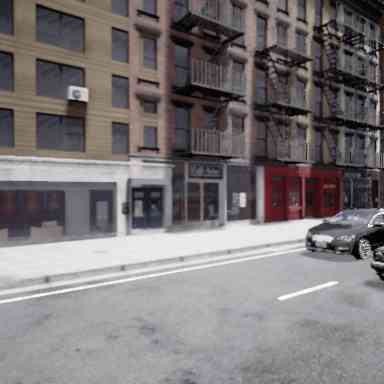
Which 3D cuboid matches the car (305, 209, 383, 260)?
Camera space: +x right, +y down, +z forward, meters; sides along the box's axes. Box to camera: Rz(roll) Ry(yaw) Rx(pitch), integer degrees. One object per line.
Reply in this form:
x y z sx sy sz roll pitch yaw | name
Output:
6.112 1.391 12.040 4.902 1.511 2.128 -1 0 -36 | car

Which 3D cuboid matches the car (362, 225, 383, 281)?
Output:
6.449 1.516 8.285 4.718 1.301 1.895 -1 0 -36 | car
